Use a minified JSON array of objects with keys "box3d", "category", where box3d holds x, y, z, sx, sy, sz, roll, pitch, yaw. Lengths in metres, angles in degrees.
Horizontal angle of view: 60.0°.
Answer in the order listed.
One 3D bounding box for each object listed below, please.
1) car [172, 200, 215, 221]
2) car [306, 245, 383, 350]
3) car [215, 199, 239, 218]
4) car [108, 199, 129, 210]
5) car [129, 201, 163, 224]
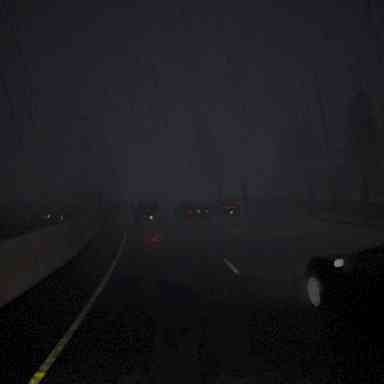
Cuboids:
[{"box3d":[-0.190,1.465,26.520,2.033,1.411,5.357,0,0,-15],"category":"car"},{"box3d":[3.305,1.456,4.691,1.882,1.535,5.008,0,0,-3],"category":"car"},{"box3d":[2.571,1.408,29.380,1.837,1.490,4.892,0,0,-15],"category":"car"},{"box3d":[-9.086,1.493,40.884,1.895,1.301,4.718,0,0,-24],"category":"car"},{"box3d":[-3.304,1.435,24.390,1.837,1.490,4.892,0,0,-14],"category":"car"}]
